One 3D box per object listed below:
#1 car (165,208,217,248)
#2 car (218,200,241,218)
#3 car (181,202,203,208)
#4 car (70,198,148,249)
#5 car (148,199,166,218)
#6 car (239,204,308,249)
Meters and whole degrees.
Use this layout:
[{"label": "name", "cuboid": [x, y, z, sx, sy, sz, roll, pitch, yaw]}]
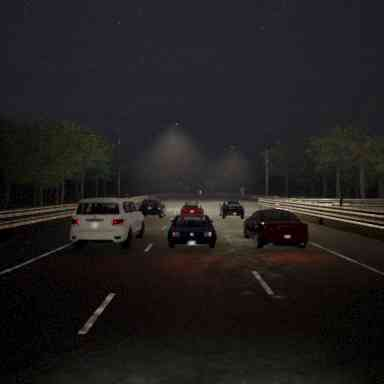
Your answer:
[{"label": "car", "cuboid": [0.000, 1.616, 14.680, 1.895, 1.301, 4.718, 0, 0, 0]}, {"label": "car", "cuboid": [3.500, 1.512, 29.650, 1.837, 1.490, 4.892, 0, 0, 0]}, {"label": "car", "cuboid": [0.000, 1.569, 29.650, 1.994, 1.385, 4.181, 0, 0, 0]}, {"label": "car", "cuboid": [-3.500, 1.258, 14.681, 2.150, 2.045, 5.566, 0, 0, 0]}, {"label": "car", "cuboid": [-3.500, 1.362, 29.620, 2.097, 1.767, 4.553, 0, 0, 0]}, {"label": "car", "cuboid": [3.500, 1.485, 14.650, 1.882, 1.535, 5.008, 0, 0, 0]}]
